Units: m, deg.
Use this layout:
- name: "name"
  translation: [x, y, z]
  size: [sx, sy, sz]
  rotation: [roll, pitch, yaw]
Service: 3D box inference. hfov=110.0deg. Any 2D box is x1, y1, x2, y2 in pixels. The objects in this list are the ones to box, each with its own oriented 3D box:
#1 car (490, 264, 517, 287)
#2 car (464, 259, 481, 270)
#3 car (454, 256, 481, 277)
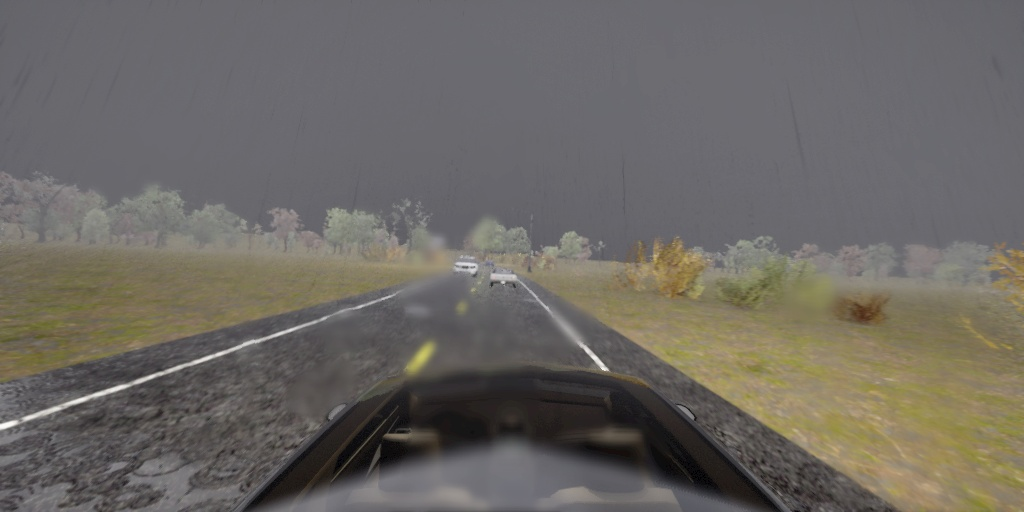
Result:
- name: "car"
  translation: [-0.696, 1.572, 27.362]
  size: [1.895, 1.301, 4.718]
  rotation: [3, -1, -3]
- name: "car"
  translation: [-5.596, 1.186, 51.488]
  size: [2.128, 1.511, 4.902]
  rotation: [3, -1, -4]
- name: "car"
  translation: [-4.706, 1.075, 37.675]
  size: [2.150, 2.045, 5.566]
  rotation: [3, -1, -3]
